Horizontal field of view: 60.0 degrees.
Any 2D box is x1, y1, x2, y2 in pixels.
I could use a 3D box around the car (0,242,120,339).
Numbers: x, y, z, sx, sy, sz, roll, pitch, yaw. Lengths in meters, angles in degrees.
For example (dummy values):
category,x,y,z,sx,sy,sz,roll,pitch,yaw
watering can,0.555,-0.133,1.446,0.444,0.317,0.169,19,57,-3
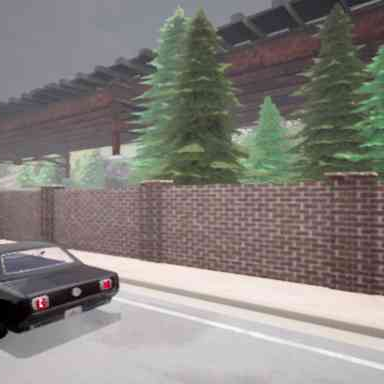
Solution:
category,x,y,z,sx,sy,sz,roll,pitch,yaw
car,-3.714,1.675,6.648,4.718,1.301,1.895,-1,0,36
